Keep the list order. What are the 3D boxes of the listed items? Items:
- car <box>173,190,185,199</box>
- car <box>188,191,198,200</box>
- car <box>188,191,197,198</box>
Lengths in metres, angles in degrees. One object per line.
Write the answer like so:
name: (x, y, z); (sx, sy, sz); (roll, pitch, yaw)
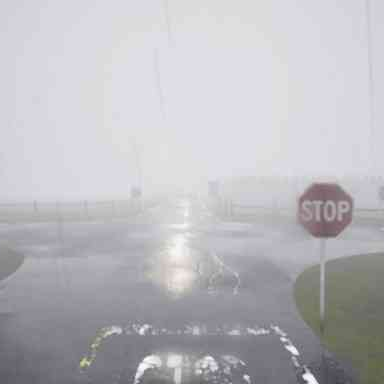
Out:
car: (-2.607, 0.540, 68.263); (2.150, 2.045, 5.566); (0, 1, 0)
car: (0.134, 0.868, 64.149); (1.895, 1.301, 4.718); (0, 1, 0)
car: (0.155, 0.478, 74.119); (1.837, 1.490, 4.892); (0, 1, 0)
